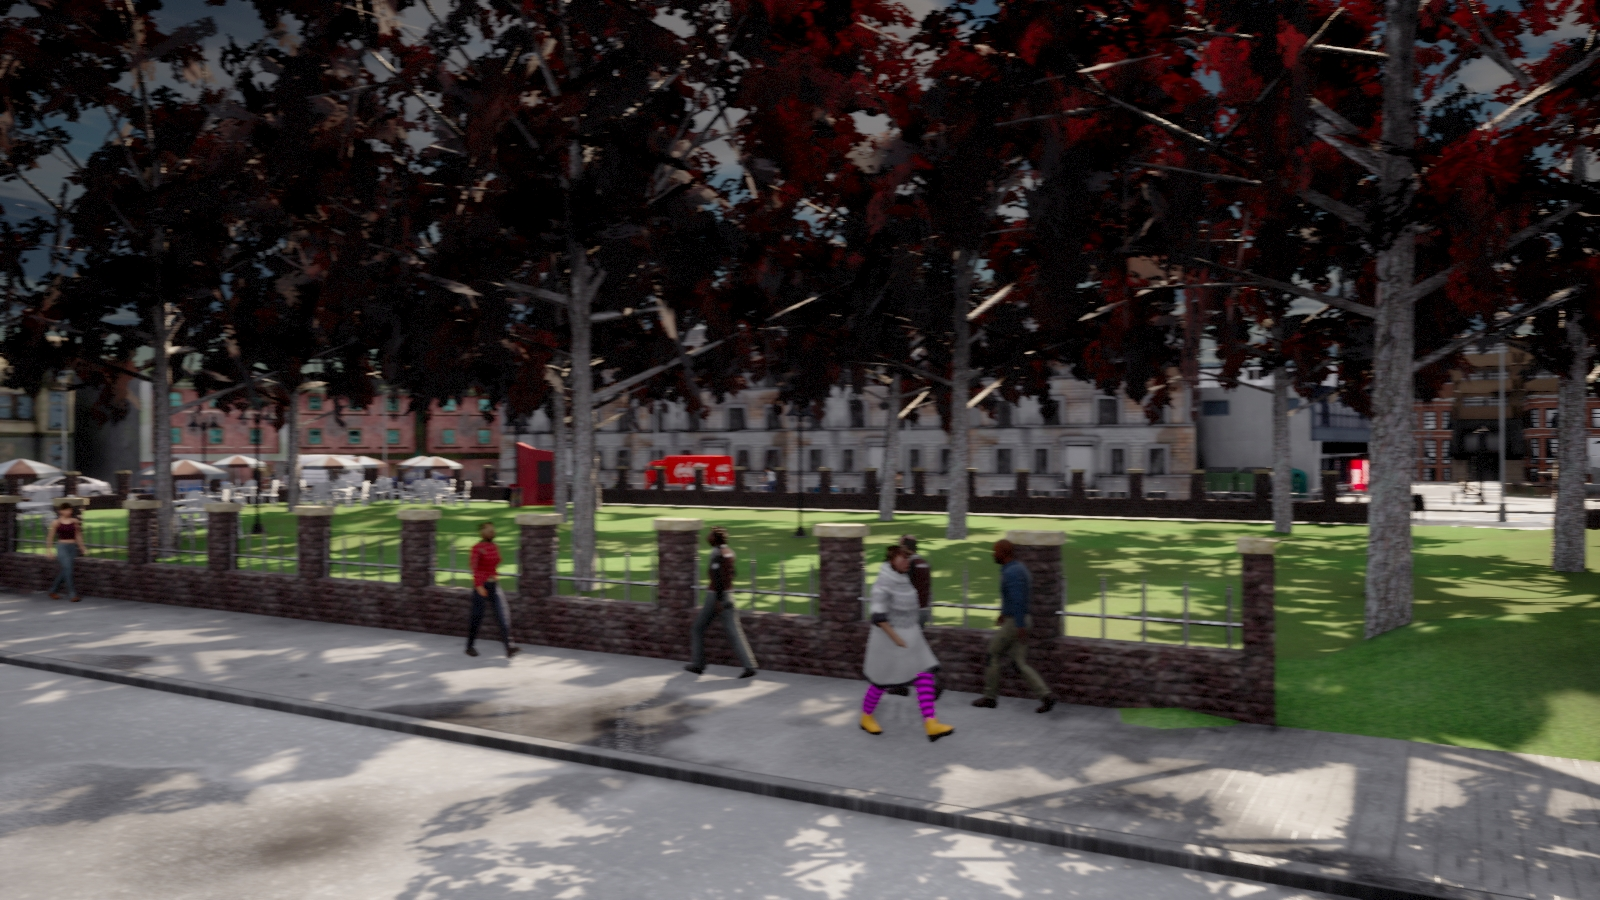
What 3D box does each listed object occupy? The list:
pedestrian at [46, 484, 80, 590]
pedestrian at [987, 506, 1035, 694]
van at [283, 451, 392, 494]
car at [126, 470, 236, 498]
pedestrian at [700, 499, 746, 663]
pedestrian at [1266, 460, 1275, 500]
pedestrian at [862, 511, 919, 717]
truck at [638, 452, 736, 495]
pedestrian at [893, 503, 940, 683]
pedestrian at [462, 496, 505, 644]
[{"bbox_3d":[-13.216,1.551,20.486,0.375,1.860,0.375,0,0,30],"label":"pedestrian"},{"bbox_3d":[2.155,1.512,11.676,0.375,1.860,0.375,0,0,30],"label":"pedestrian"},{"bbox_3d":[-28.389,1.360,70.297,1.988,2.561,5.915,-2,-1,45],"label":"van"},{"bbox_3d":[-36.057,1.954,66.729,2.033,1.411,5.357,0,0,30],"label":"car"},{"bbox_3d":[-0.901,1.520,13.378,0.375,1.860,0.375,0,0,32],"label":"pedestrian"},{"bbox_3d":[22.540,1.434,54.768,0.375,1.860,0.375,0,0,26],"label":"pedestrian"},{"bbox_3d":[0.848,1.514,10.710,0.375,1.860,0.375,0,0,-45],"label":"pedestrian"},{"bbox_3d":[-6.661,1.333,67.285,5.204,2.467,2.627,0,0,30],"label":"truck"},{"bbox_3d":[1.246,1.513,12.218,0.375,1.860,0.375,0,0,31],"label":"pedestrian"},{"bbox_3d":[-4.073,1.527,14.707,0.375,1.860,0.375,0,0,37],"label":"pedestrian"}]
